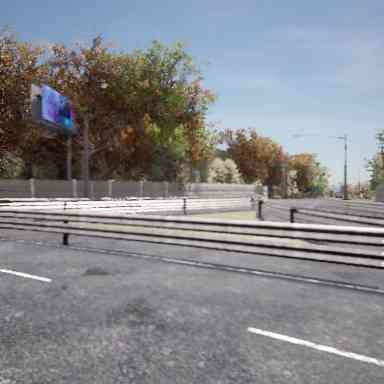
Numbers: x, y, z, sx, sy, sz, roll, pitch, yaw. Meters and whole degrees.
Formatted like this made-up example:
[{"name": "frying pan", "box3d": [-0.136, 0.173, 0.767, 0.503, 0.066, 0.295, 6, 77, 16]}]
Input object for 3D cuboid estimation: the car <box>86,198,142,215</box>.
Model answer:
[{"name": "car", "box3d": [-6.886, 1.257, 29.643, 4.902, 1.511, 2.128, 0, 1, -31]}]
